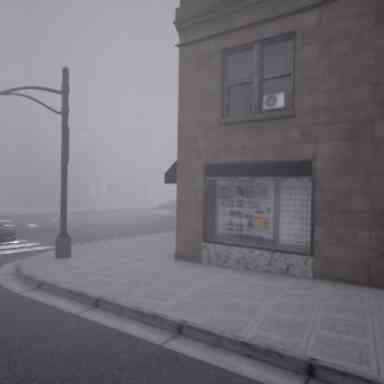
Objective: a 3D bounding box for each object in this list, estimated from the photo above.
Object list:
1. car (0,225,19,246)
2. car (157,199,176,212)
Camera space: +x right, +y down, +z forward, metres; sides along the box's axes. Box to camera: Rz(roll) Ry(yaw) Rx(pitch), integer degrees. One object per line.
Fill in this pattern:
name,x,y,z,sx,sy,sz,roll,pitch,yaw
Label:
car,-9.169,1.443,11.718,2.033,1.411,5.357,2,0,36
car,-1.741,1.481,39.095,2.033,1.411,5.357,2,1,36
